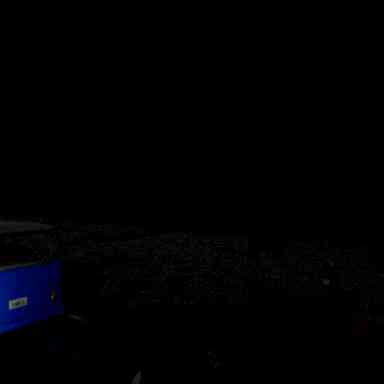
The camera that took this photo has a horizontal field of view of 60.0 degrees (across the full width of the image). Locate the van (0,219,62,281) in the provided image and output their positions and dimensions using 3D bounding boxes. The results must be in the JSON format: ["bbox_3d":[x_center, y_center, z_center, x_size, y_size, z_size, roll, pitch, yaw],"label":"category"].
[{"bbox_3d":[-3.977,1.341,5.807,3.998,1.788,1.690,0,0,36],"label":"van"}]

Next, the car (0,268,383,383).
[{"bbox_3d":[0.587,1.545,2.547,4.507,1.381,1.887,0,0,36],"label":"car"}]
